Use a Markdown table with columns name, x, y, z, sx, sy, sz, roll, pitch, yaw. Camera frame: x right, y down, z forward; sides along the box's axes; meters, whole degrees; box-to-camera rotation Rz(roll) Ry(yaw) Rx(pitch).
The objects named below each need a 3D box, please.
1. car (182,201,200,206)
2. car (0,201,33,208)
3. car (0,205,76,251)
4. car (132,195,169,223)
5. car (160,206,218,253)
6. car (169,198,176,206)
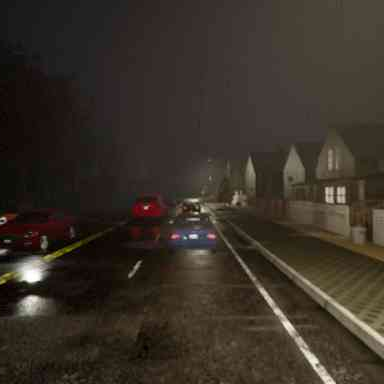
| name | x | y | z | sx | sy | sz | roll | pitch | yaw |
| --- | --- | --- | --- | --- | --- | --- | --- | --- | --- |
| car | -0.072 | 1.605 | 34.390 | 1.895 | 1.301 | 4.718 | 0 | 0 | 0 |
| car | -9.928 | 1.391 | 17.955 | 2.097 | 1.767 | 4.553 | 0 | 0 | 0 |
| car | -6.663 | 1.504 | 14.504 | 1.882 | 1.535 | 5.008 | 0 | 0 | 0 |
| car | -3.277 | 1.236 | 26.182 | 2.150 | 2.045 | 5.566 | 0 | 0 | 0 |
| car | 0.035 | 1.550 | 13.739 | 2.033 | 1.411 | 5.357 | 0 | 0 | 0 |
| car | -3.396 | 1.553 | 48.912 | 2.033 | 1.411 | 5.357 | 0 | 0 | 0 |
